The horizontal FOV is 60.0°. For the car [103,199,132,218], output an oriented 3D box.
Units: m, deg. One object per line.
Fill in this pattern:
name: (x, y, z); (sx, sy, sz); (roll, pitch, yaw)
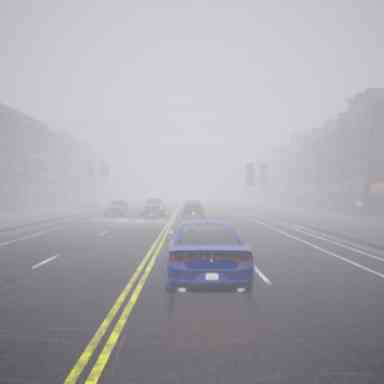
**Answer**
car: (-6.607, 1.429, 29.789); (1.837, 1.490, 4.892); (0, 0, -1)

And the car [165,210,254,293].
car: (0.355, 1.463, 8.850); (1.882, 1.535, 5.008); (0, 0, -1)

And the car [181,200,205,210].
car: (0.091, 1.460, 29.449); (1.837, 1.490, 4.892); (0, 0, -1)

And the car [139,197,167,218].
car: (-3.350, 1.292, 29.321); (2.097, 1.767, 4.553); (0, 0, -1)
